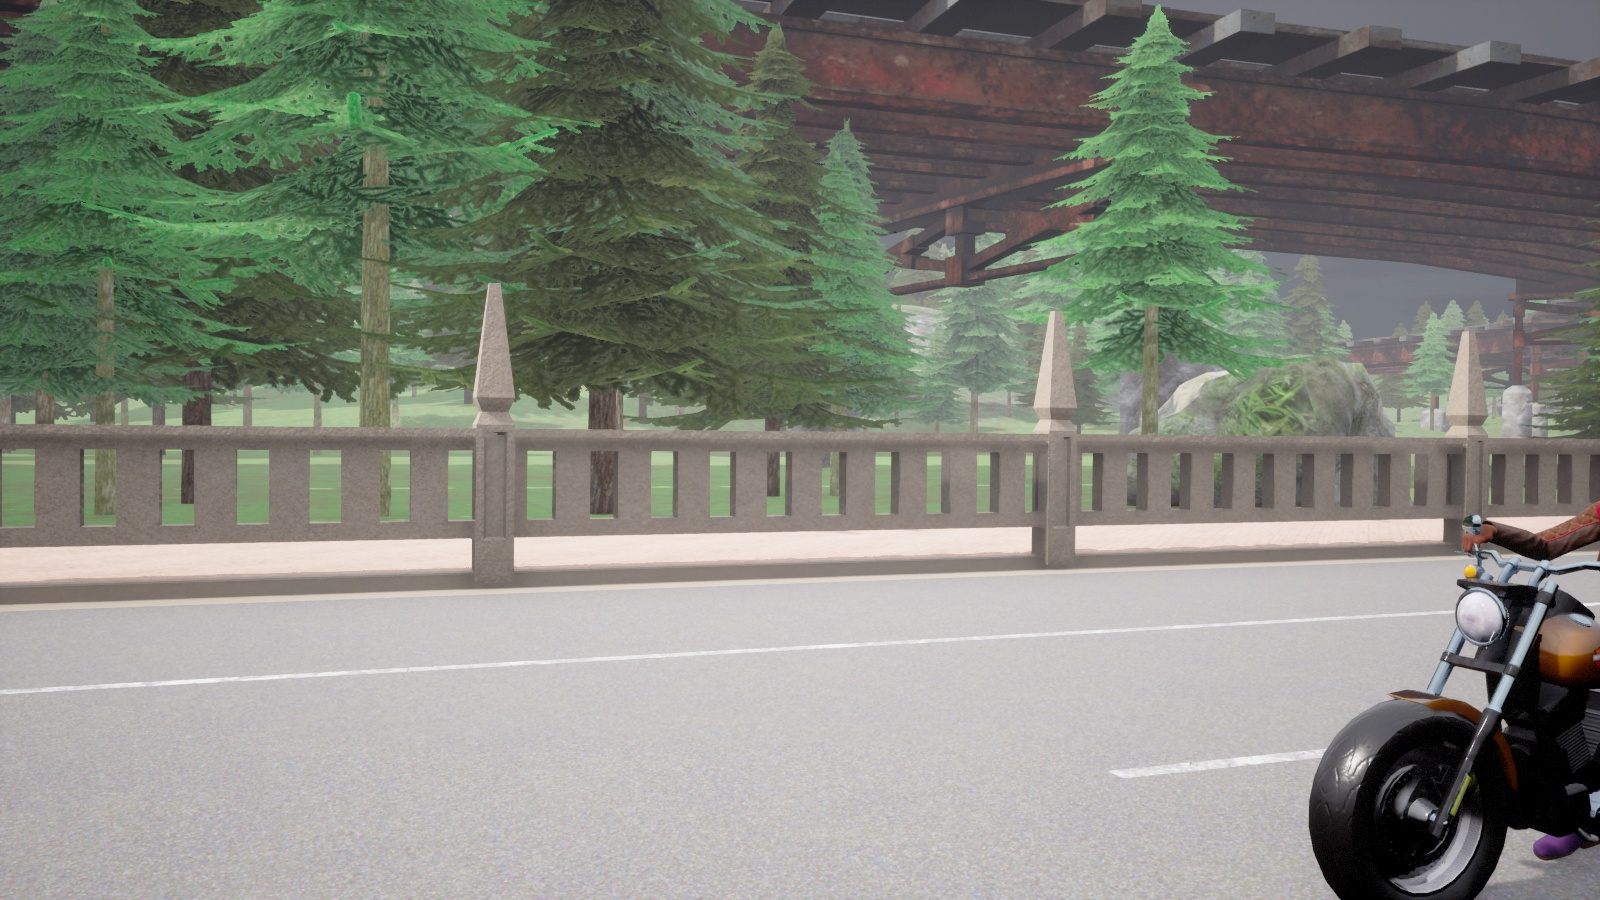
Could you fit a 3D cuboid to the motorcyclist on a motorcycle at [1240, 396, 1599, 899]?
[{"bbox_3d":[2.716,0.650,4.271,2.350,1.649,0.766,-1,1,-21],"label":"motorcyclist on a motorcycle"}]
